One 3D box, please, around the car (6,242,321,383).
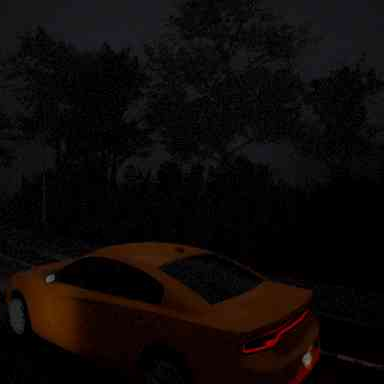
[{"bbox_3d":[-0.816,1.485,4.811,5.008,1.535,1.882,0,0,38],"label":"car"}]
